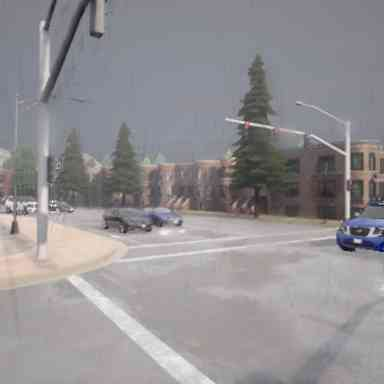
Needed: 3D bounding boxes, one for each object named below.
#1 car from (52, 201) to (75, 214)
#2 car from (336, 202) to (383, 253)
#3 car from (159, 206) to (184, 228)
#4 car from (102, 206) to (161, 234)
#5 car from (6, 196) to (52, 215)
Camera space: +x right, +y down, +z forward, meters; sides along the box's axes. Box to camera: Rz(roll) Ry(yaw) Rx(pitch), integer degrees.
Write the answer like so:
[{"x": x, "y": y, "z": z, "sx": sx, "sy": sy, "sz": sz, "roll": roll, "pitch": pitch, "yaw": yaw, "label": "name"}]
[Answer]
[{"x": -15.952, "y": 1.815, "z": 39.624, "sx": 4.892, "sy": 1.490, "sz": 1.837, "roll": 0, "pitch": -1, "yaw": 35, "label": "car"}, {"x": 8.299, "y": 1.447, "z": 13.646, "sx": 5.566, "sy": 2.045, "sz": 2.150, "roll": 1, "pitch": -1, "yaw": -34, "label": "car"}, {"x": -2.470, "y": 1.771, "z": 24.639, "sx": 1.812, "sy": 1.442, "sz": 4.674, "roll": 1, "pitch": 0, "yaw": -35, "label": "car"}, {"x": -4.112, "y": 1.697, "z": 20.878, "sx": 1.837, "sy": 1.490, "sz": 4.892, "roll": 1, "pitch": 0, "yaw": -35, "label": "car"}, {"x": -18.700, "y": 1.489, "z": 37.404, "sx": 5.566, "sy": 2.045, "sz": 2.150, "roll": 0, "pitch": -1, "yaw": 34, "label": "car"}]
